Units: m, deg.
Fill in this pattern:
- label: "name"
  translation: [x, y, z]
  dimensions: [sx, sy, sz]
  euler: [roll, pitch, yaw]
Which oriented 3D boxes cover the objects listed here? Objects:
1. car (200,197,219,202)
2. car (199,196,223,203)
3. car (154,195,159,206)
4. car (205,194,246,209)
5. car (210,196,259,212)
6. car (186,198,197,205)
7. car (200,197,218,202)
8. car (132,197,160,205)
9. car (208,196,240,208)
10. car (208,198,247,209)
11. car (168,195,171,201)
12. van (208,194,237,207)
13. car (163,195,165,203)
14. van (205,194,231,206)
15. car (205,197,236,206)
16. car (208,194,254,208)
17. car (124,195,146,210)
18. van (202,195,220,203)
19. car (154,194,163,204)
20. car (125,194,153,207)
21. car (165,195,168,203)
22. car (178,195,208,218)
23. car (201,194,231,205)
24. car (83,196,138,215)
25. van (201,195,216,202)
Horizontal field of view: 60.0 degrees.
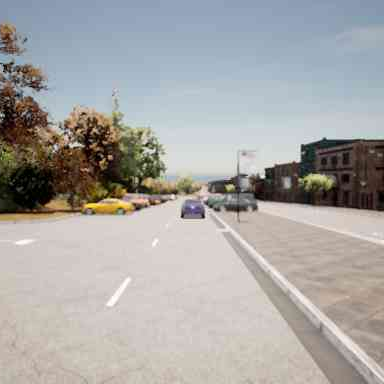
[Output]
- label: "car"
  translation: [4.632, 1.961, 86.501]
  dimensions: [4.792, 1.488, 2.163]
  euler: [0, -1, 0]
- label: "car"
  translation: [4.441, 1.825, 78.091]
  dimensions: [5.366, 1.575, 1.946]
  euler: [0, -1, 0]
- label: "car"
  translation: [-8.389, 1.648, 55.552]
  dimensions: [4.674, 1.452, 2.002]
  euler: [0, -1, 0]
- label: "car"
  translation: [4.677, 1.283, 47.263]
  dimensions: [5.566, 2.045, 2.435]
  euler: [0, 0, 0]
- label: "car"
  translation: [4.725, 1.474, 36.051]
  dimensions: [4.892, 1.521, 2.231]
  euler: [0, 0, 0]
- label: "car"
  translation: [-0.074, 1.790, 62.454]
  dimensions: [1.895, 1.301, 4.718]
  euler: [0, -1, 0]
- label: "car"
  translation: [4.624, 1.995, 89.304]
  dimensions: [4.792, 1.488, 2.163]
  euler: [0, -1, 0]
- label: "car"
  translation: [-8.400, 1.659, 61.124]
  dimensions: [5.008, 1.535, 2.097]
  euler: [0, -1, 0]
- label: "car"
  translation: [4.733, 1.431, 50.063]
  dimensions: [4.553, 1.767, 2.185]
  euler: [0, -1, 0]
- label: "car"
  translation: [4.704, 1.514, 44.456]
  dimensions: [4.892, 1.521, 2.231]
  euler: [0, 0, 0]
- label: "car"
  translation: [-8.423, 1.577, 77.834]
  dimensions: [5.566, 2.045, 2.435]
  euler: [0, -1, 0]
- label: "van"
  translation: [4.811, 1.356, 52.868]
  dimensions: [4.442, 1.987, 1.878]
  euler: [0, -1, 0]
- label: "car"
  translation: [-8.450, 1.739, 66.693]
  dimensions: [4.792, 1.488, 2.163]
  euler: [0, -1, 0]
- label: "van"
  translation: [4.565, 1.406, 58.474]
  dimensions: [4.442, 1.987, 1.878]
  euler: [0, -1, 0]
- label: "car"
  translation: [4.694, 1.608, 55.670]
  dimensions: [4.892, 1.521, 2.231]
  euler: [0, -1, 0]
- label: "car"
  translation: [4.688, 1.232, 38.853]
  dimensions: [5.566, 2.045, 2.435]
  euler: [0, 0, 0]
- label: "car"
  translation: [-8.368, 1.484, 38.845]
  dimensions: [5.008, 1.535, 2.097]
  euler: [0, 0, 0]
- label: "van"
  translation: [4.727, 1.671, 83.701]
  dimensions: [4.442, 1.987, 1.878]
  euler: [0, -1, 0]
- label: "car"
  translation: [-8.212, 1.630, 58.338]
  dimensions: [5.366, 1.575, 1.946]
  euler: [0, -1, 0]
- label: "car"
  translation: [-8.343, 1.410, 47.201]
  dimensions: [4.553, 1.767, 2.185]
  euler: [0, 0, 0]
- label: "car"
  translation: [-8.401, 1.485, 69.479]
  dimensions: [5.566, 2.045, 2.435]
  euler: [0, -1, 0]
- label: "car"
  translation: [0.078, 1.337, 30.439]
  dimensions: [2.097, 1.767, 4.553]
  euler: [0, 0, 0]
- label: "car"
  translation: [4.638, 1.432, 64.082]
  dimensions: [5.566, 2.045, 2.435]
  euler: [0, -1, 0]
- label: "car"
  translation: [-8.353, 1.467, 33.277]
  dimensions: [5.008, 1.535, 2.097]
  euler: [0, 0, 0]
- label: "van"
  translation: [4.696, 1.808, 94.913]
  dimensions: [4.442, 1.987, 1.878]
  euler: [0, -1, 0]
